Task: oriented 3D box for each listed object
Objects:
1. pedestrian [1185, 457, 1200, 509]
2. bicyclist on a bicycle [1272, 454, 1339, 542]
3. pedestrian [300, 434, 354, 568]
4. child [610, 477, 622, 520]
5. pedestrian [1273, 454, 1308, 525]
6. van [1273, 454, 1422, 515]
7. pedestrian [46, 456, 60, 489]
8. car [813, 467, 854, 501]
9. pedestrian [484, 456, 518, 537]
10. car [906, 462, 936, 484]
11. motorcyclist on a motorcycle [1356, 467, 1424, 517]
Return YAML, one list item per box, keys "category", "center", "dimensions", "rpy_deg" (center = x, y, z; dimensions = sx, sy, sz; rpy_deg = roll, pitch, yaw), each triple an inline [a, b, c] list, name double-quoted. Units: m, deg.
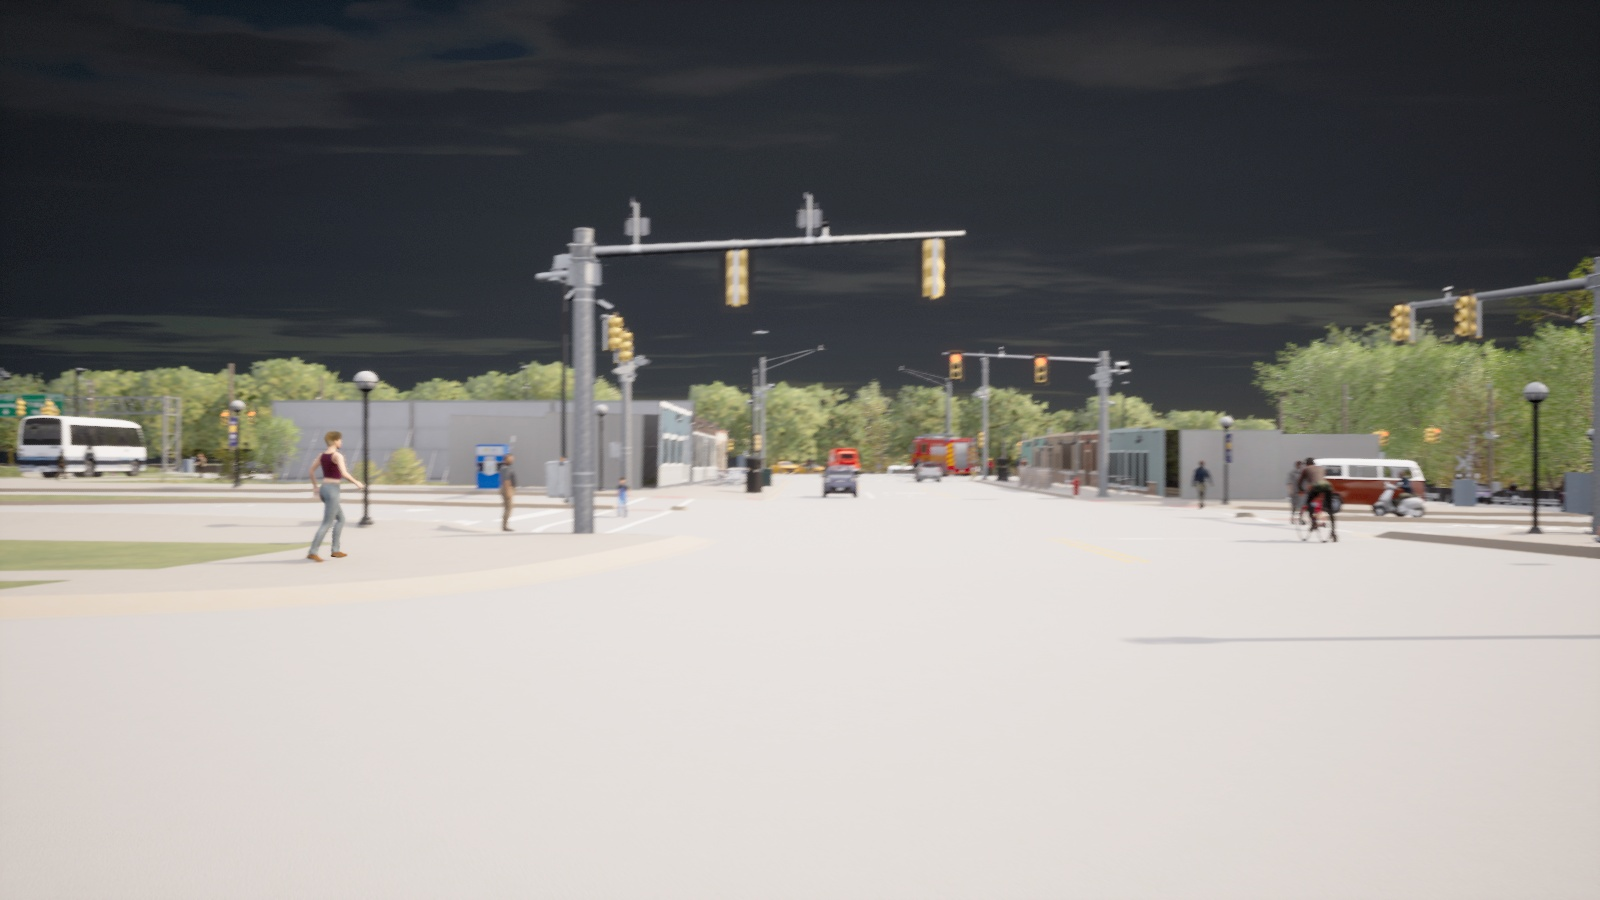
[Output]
- category: "pedestrian"
  center: [14.199, 1.191, 45.452]
  dimensions: [0.370, 1.835, 0.726]
  rpy_deg: [0, 0, 6]
- category: "bicyclist on a bicycle"
  center: [9.667, 0.920, 24.077]
  dimensions: [0.582, 1.620, 1.656]
  rpy_deg: [0, -2, 0]
- category: "pedestrian"
  center: [-6.625, 0.702, 17.597]
  dimensions: [0.345, 1.836, 0.594]
  rpy_deg: [0, 0, 41]
- category: "child"
  center: [-5.472, 1.445, 37.306]
  dimensions: [0.270, 1.263, 0.437]
  rpy_deg: [0, 0, 2]
- category: "pedestrian"
  center: [13.753, 1.094, 35.232]
  dimensions: [0.659, 1.952, 0.873]
  rpy_deg: [0, 0, 3]
- category: "van"
  center: [19.743, 1.239, 45.429]
  dimensions: [4.480, 2.038, 2.069]
  rpy_deg: [2, -2, -1]
- category: "pedestrian"
  center: [-44.586, 1.350, 74.958]
  dimensions: [0.395, 1.930, 0.692]
  rpy_deg: [0, 0, 0]
- category: "car"
  center: [1.531, 1.554, 58.656]
  dimensions: [1.845, 1.501, 3.633]
  rpy_deg: [0, 0, 1]
- category: "pedestrian"
  center: [-6.957, 1.072, 29.226]
  dimensions: [0.694, 1.848, 0.540]
  rpy_deg: [0, 0, -20]
- category: "car"
  center: [8.692, 1.669, 90.557]
  dimensions: [1.845, 1.501, 3.633]
  rpy_deg: [0, 0, 0]
- category: "motorcyclist on a motorcycle"
  center: [19.543, 1.392, 41.592]
  dimensions: [1.817, 1.590, 0.866]
  rpy_deg: [1, -1, -5]
